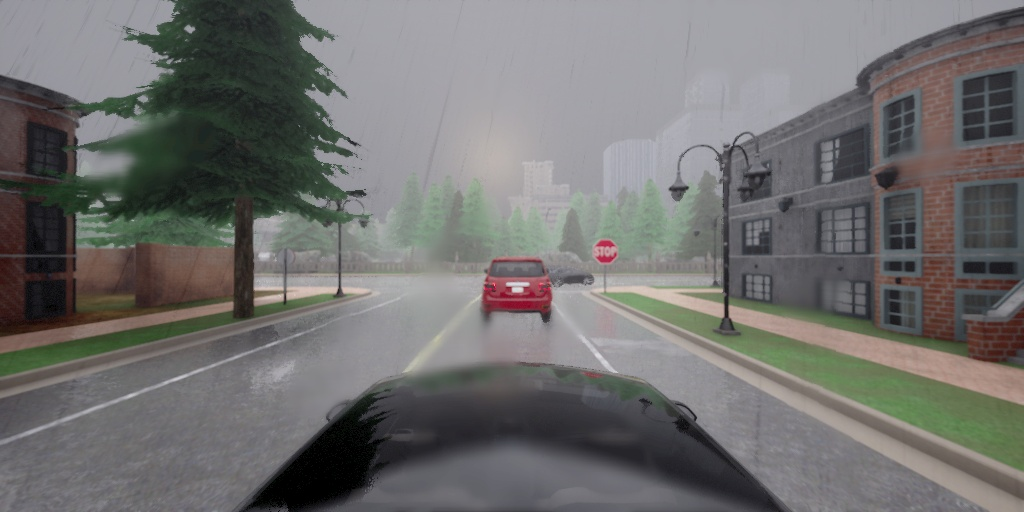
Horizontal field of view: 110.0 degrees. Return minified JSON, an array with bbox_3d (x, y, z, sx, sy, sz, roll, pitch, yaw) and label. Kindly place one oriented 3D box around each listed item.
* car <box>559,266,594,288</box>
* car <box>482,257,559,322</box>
[{"bbox_3d":[3.658,1.412,25.201,4.902,1.511,2.128,0,-1,-36],"label":"car"},{"bbox_3d":[0.171,1.036,12.737,2.150,2.045,5.566,0,0,0],"label":"car"}]
